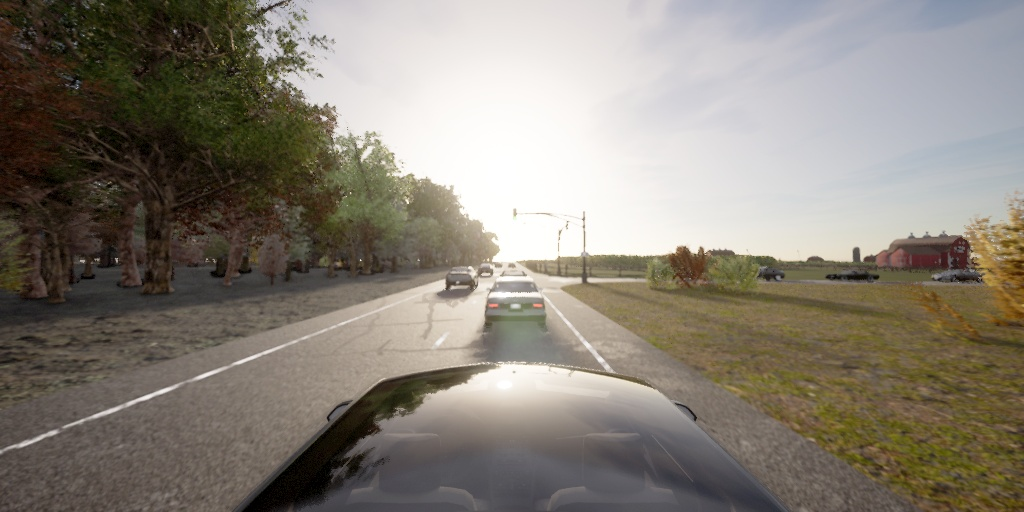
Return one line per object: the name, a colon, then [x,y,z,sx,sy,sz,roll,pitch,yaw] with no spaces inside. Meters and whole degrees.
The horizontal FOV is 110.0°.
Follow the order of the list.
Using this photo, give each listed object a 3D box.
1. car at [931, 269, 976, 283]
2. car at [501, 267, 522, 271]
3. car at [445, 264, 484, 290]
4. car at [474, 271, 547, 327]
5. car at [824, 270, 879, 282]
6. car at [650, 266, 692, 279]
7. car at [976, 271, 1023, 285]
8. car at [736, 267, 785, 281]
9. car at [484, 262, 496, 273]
car: [50.153,2.243,40.272,4.902,1.511,2.128,1,-2,1]
car: [0.093,1.587,24.067,1.895,1.301,4.718,0,-1,0]
car: [-3.405,1.489,25.027,2.128,1.511,4.902,0,-1,0]
car: [0.092,1.407,12.030,2.033,1.411,5.357,0,-1,0]
car: [38.161,2.224,40.382,4.718,1.301,1.895,1,-2,0]
car: [17.991,1.896,40.500,4.902,1.511,2.128,1,-2,1]
car: [51.411,2.269,36.698,4.718,1.301,1.895,1,-2,1]
car: [27.977,2.017,40.435,4.892,1.490,1.837,1,-2,0]
car: [-3.411,1.754,47.271,1.812,1.442,4.674,0,-1,0]
